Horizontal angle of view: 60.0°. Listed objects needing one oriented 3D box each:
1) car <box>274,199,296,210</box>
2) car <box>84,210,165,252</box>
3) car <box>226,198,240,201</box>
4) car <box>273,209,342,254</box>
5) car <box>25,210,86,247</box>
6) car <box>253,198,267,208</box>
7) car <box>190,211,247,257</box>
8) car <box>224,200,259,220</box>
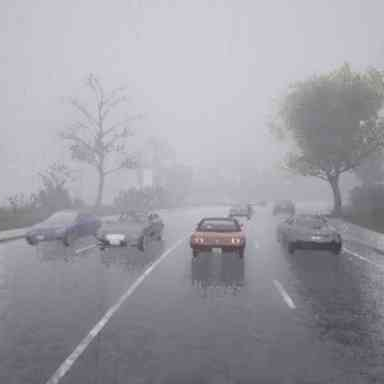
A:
[{"bbox_3d":[9.797,1.547,35.010,2.097,1.767,4.553,0,0,18],"label":"car"},{"bbox_3d":[-2.447,1.555,14.356,2.128,1.511,4.902,0,0,8],"label":"car"},{"bbox_3d":[6.773,1.756,54.993,2.128,1.511,4.902,0,0,28],"label":"car"},{"bbox_3d":[4.767,1.642,14.024,1.994,1.385,4.181,0,0,8],"label":"car"},{"bbox_3d":[-5.796,1.588,15.725,1.812,1.442,4.674,0,0,8],"label":"car"},{"bbox_3d":[11.106,1.779,55.655,2.128,1.511,4.902,0,0,29],"label":"car"},{"bbox_3d":[1.112,1.667,13.290,1.895,1.301,4.718,0,0,7],"label":"car"},{"bbox_3d":[4.626,1.703,30.486,2.033,1.411,5.357,0,0,16],"label":"car"}]
